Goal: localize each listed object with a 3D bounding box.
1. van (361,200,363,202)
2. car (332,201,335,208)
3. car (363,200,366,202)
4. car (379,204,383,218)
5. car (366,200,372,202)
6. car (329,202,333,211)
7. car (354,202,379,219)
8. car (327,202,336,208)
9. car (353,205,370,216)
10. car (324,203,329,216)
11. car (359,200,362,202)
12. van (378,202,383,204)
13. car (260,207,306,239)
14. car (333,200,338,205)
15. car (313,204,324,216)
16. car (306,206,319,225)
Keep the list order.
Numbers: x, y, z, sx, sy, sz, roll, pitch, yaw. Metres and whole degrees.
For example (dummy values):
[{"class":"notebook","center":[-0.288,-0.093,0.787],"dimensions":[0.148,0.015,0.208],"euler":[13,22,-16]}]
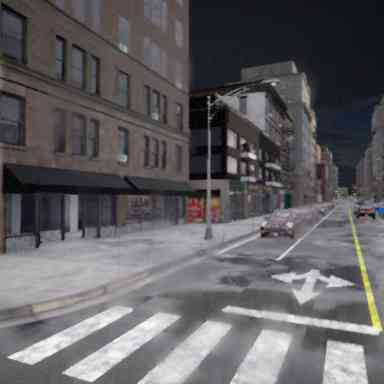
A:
[{"class":"van","center":[40.581,2.907,76.602],"dimensions":[1.690,1.788,3.998],"euler":[-1,-1,25]},{"class":"car","center":[26.334,2.866,64.991],"dimensions":[1.887,1.381,4.507],"euler":[-1,-1,25]},{"class":"car","center":[35.935,2.797,66.608],"dimensions":[1.967,1.590,4.097],"euler":[-1,-1,25]},{"class":"car","center":[21.997,2.281,36.628],"dimensions":[2.008,1.369,4.403],"euler":[-1,-1,25]},{"class":"car","center":[31.288,2.588,56.615],"dimensions":[1.967,1.590,4.097],"euler":[-1,-1,25]},{"class":"car","center":[21.688,2.662,54.998],"dimensions":[2.008,1.369,4.403],"euler":[-1,-1,25]},{"class":"car","center":[19.482,2.250,37.354],"dimensions":[1.837,1.490,4.892],"euler":[-1,-1,25]},{"class":"car","center":[35.627,3.303,84.976],"dimensions":[1.947,1.339,4.313],"euler":[-1,-1,25]},{"class":"car","center":[23.838,2.543,46.841],"dimensions":[1.895,1.301,4.718],"euler":[-1,-1,25]},{"class":"car","center":[17.042,2.343,45.008],"dimensions":[1.967,1.590,4.097],"euler":[-1,-1,25]},{"class":"car","center":[42.904,2.984,81.599],"dimensions":[2.192,1.841,5.009],"euler":[-1,-1,25]},{"class":"van","center":[24.319,2.175,41.628],"dimensions":[1.690,1.788,3.998],"euler":[-1,-1,25]},{"class":"car","center":[5.428,1.837,20.027],"dimensions":[1.967,1.590,4.097],"euler":[-1,-1,25]},{"class":"car","center":[33.304,3.179,79.980],"dimensions":[1.887,1.381,4.507],"euler":[-1,-1,25]},{"class":"car","center":[12.397,2.247,35.013],"dimensions":[2.008,1.369,4.403],"euler":[-1,-1,25]},{"class":"car","center":[10.074,2.178,30.016],"dimensions":[1.802,1.307,4.206],"euler":[-1,-1,25]}]
